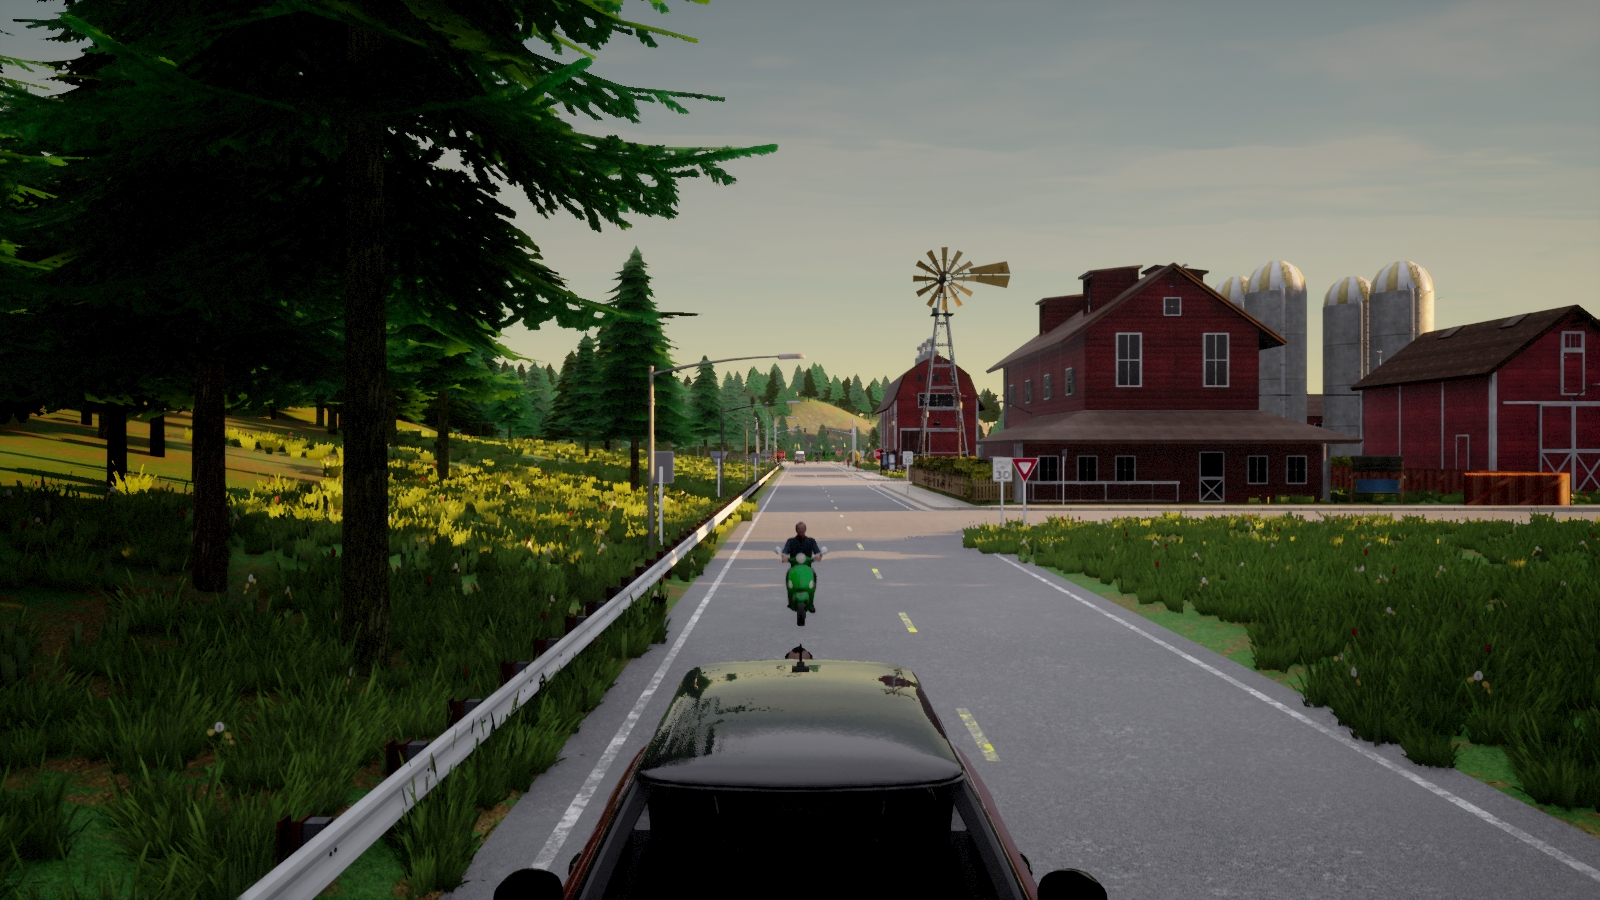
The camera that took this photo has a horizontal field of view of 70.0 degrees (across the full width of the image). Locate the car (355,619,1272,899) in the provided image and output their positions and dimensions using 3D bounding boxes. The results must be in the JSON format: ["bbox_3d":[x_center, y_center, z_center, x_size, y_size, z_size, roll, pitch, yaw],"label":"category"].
[{"bbox_3d":[0.032,1.899,4.503,2.097,1.767,4.553,0,0,0],"label":"car"}]

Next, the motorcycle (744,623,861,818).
[{"bbox_3d":[0.015,2.230,9.842,0.867,1.251,2.209,-1,-3,0],"label":"motorcycle"}]
